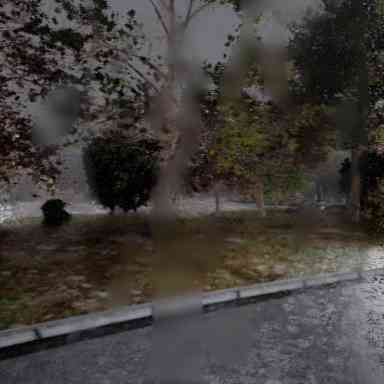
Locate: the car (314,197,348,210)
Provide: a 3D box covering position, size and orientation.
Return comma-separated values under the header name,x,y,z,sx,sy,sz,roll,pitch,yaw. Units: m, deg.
name,x,y,z,sx,sy,sz,roll,pitch,yaw
car,15.738,1.339,35.928,4.902,1.511,2.128,1,0,30
